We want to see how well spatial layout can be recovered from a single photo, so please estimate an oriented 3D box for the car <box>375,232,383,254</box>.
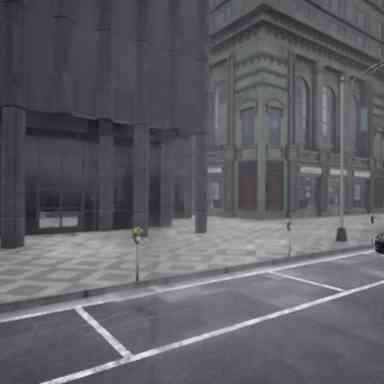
[{"bbox_3d":[8.889,1.699,12.967,4.313,1.339,1.947,1,0,-35],"label":"car"}]
